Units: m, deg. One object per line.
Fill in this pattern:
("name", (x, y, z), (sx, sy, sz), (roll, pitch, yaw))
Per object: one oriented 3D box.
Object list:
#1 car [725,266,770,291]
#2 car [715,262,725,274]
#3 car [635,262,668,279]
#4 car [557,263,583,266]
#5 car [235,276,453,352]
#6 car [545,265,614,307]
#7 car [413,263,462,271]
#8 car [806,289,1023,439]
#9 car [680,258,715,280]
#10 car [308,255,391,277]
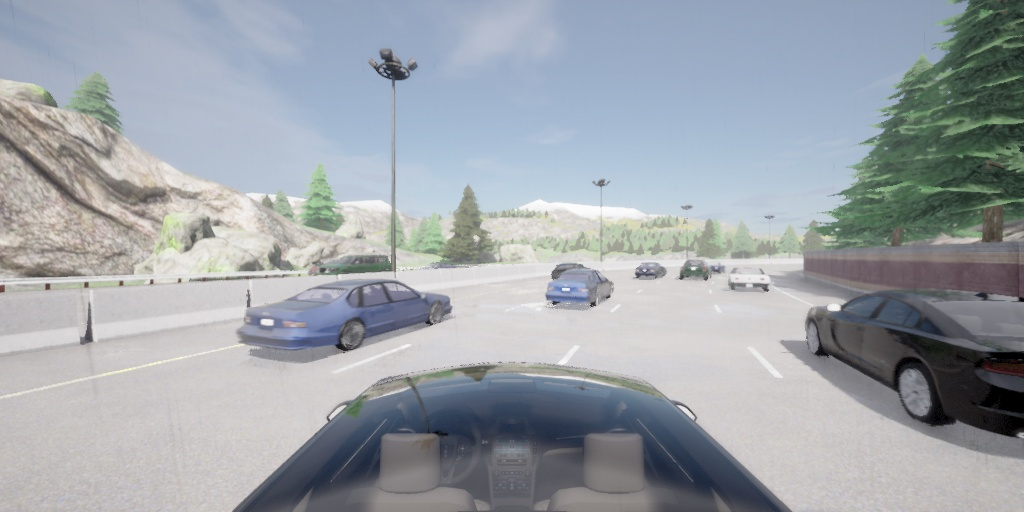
("car", (14.302, 1.337, 21.820), (1.895, 1.301, 4.718), (0, 0, 30))
("car", (22.511, 1.323, 39.972), (1.895, 1.301, 4.718), (0, 0, 38))
("car", (12.622, 1.272, 32.415), (2.033, 1.411, 5.357), (0, 0, 34))
("car", (4.292, 1.234, 25.367), (1.837, 1.490, 4.892), (0, 0, 29))
("car", (-3.625, 1.288, 9.034), (2.033, 1.411, 5.357), (0, 0, 23))
("car", (3.088, 1.285, 15.570), (2.033, 1.411, 5.357), (0, 0, 25))
("car", (-5.979, 1.268, 28.976), (2.033, 1.411, 5.357), (0, 0, 29))
("car", (6.248, 1.226, 5.301), (1.882, 1.535, 5.008), (0, 0, 22))
("car", (15.906, 1.080, 30.886), (2.097, 1.767, 4.553), (0, 0, 33))
("car", (-11.383, 0.943, 26.168), (2.150, 2.045, 5.566), (0, 0, 27))
